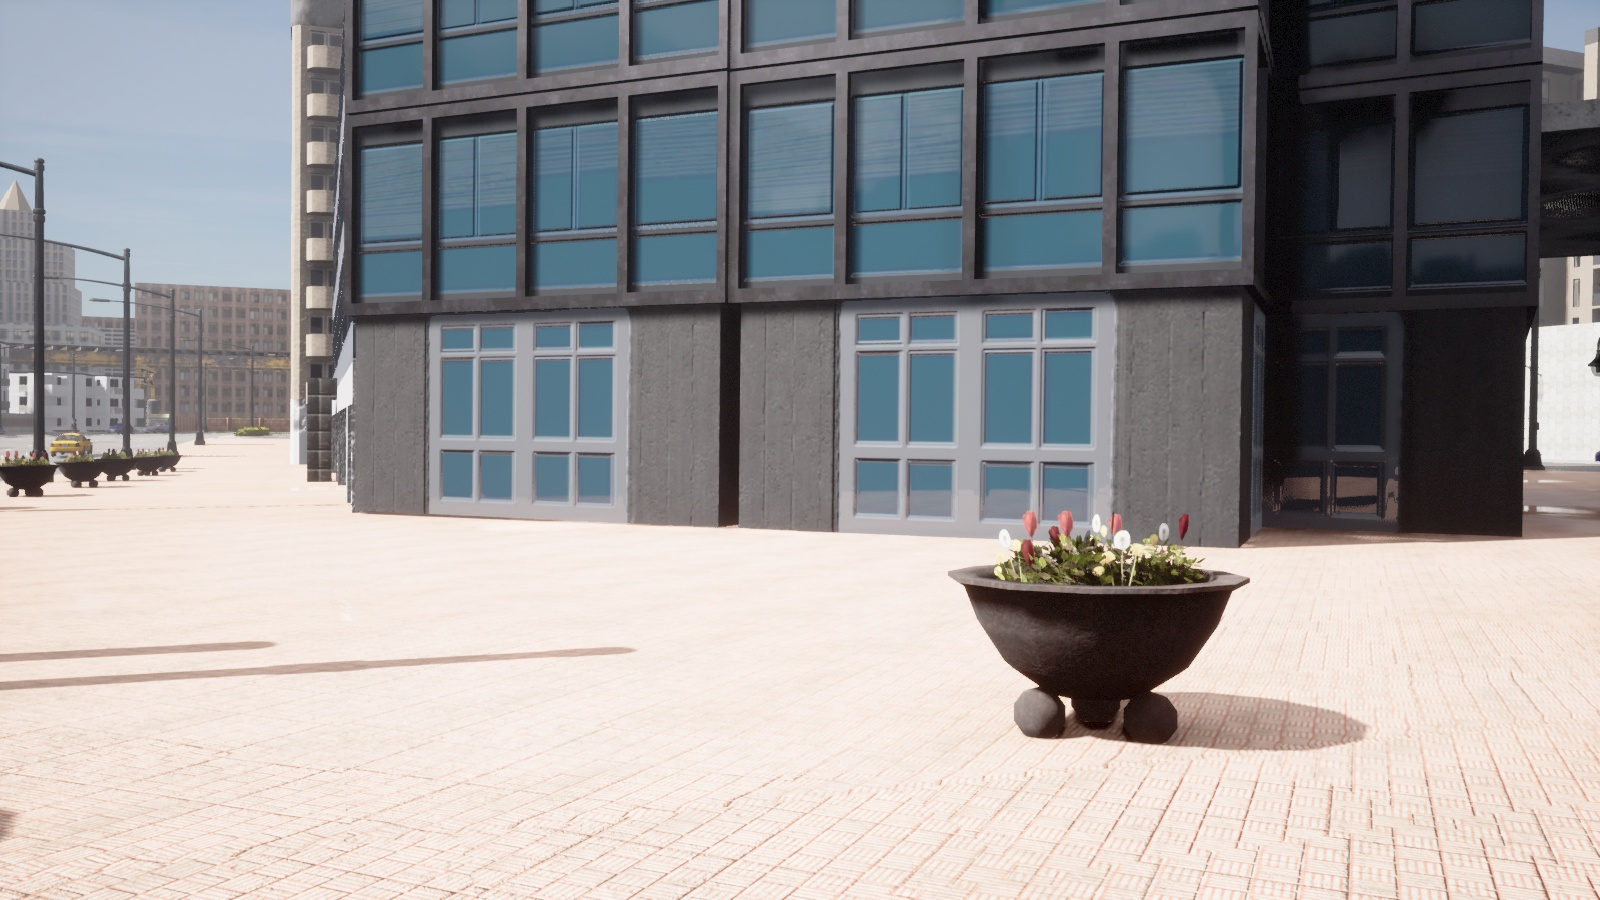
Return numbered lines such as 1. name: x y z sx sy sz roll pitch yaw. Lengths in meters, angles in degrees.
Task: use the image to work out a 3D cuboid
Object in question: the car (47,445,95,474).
1. car: -46.371 0.576 79.981 1.801 1.575 5.366 -1 2 -21
